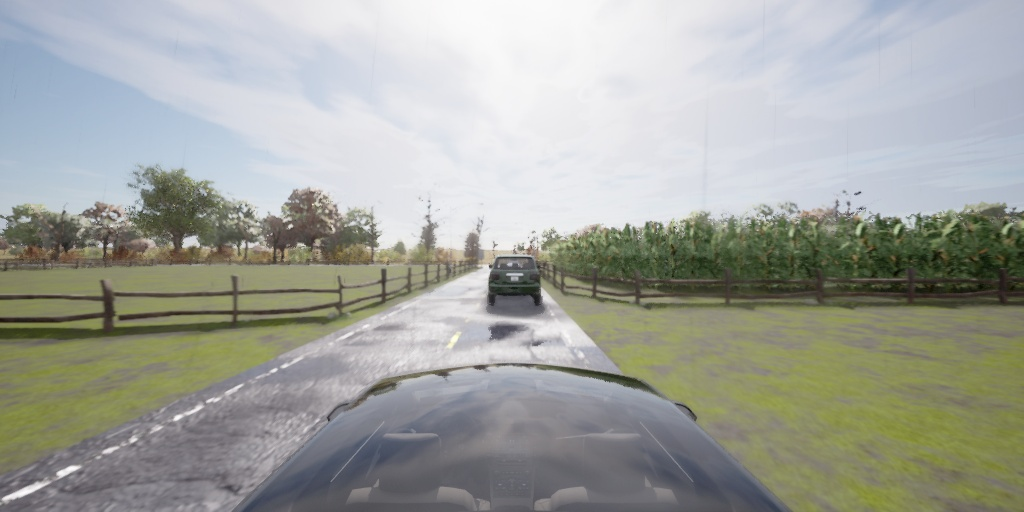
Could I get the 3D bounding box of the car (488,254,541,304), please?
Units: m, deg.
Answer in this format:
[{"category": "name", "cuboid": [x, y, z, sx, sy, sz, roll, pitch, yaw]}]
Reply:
[{"category": "car", "cuboid": [0.103, 0.956, 16.243, 2.150, 2.045, 5.566, 0, 0, 0]}]
